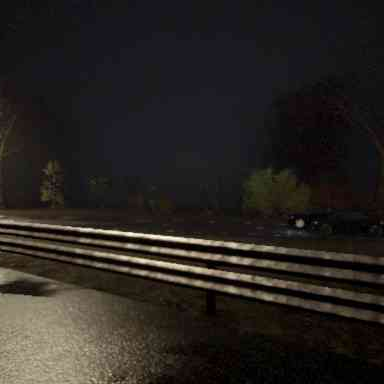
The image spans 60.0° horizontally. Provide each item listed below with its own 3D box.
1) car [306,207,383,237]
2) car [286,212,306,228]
[{"bbox_3d":[9.293,1.860,20.055,4.181,1.385,1.994,0,0,15],"label":"car"},{"bbox_3d":[9.323,1.789,23.677,5.008,1.535,1.882,0,0,15],"label":"car"}]
